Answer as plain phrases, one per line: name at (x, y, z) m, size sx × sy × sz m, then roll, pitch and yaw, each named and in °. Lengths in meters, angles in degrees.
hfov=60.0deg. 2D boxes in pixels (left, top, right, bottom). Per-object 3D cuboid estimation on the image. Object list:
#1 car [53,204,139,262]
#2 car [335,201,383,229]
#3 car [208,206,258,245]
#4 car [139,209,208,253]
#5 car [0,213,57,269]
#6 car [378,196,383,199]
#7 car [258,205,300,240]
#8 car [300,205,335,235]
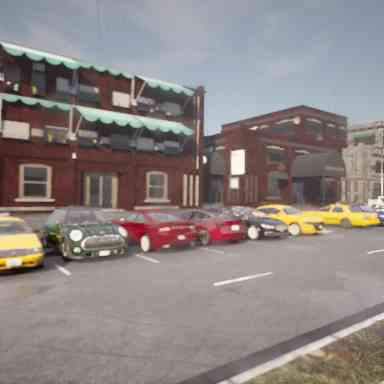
car at (-4.084, 1.363, 12.477) m, size 2.185 × 1.767 × 4.553 m, roll 0°, pitch 0°, yaw -35°
car at (9.538, 1.522, 22.307) m, size 1.946 × 1.575 × 5.366 m, roll 0°, pitch 0°, yaw -35°
car at (0.454, 1.530, 15.686) m, size 2.163 × 1.488 × 4.792 m, roll 0°, pitch 0°, yaw -35°
car at (-1.795, 1.495, 14.052) m, size 2.097 × 1.535 × 5.008 m, roll 0°, pitch 0°, yaw -35°
car at (-6.127, 1.479, 10.766) m, size 1.946 × 1.575 × 5.366 m, roll 0°, pitch 0°, yaw -35°
car at (18.627, 1.380, 28.478) m, size 2.435 × 2.045 × 5.566 m, roll 1°, pitch -1°, yaw -35°
car at (2.736, 1.506, 17.273) m, size 2.231 × 1.521 × 4.892 m, roll 0°, pitch 0°, yaw -35°
car at (5.107, 1.509, 18.950) m, size 2.097 × 1.535 × 5.008 m, roll 0°, pitch 0°, yaw -35°
